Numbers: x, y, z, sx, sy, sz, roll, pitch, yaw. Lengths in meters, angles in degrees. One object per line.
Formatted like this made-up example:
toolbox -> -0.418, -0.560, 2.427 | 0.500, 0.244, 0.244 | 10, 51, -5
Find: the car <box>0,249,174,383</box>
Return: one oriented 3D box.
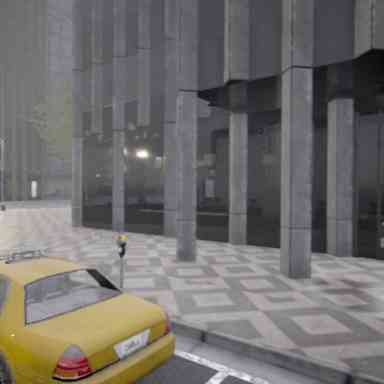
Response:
car -> -2.487, 1.501, 4.735 | 4.829, 1.417, 1.752 | 0, 0, 35
